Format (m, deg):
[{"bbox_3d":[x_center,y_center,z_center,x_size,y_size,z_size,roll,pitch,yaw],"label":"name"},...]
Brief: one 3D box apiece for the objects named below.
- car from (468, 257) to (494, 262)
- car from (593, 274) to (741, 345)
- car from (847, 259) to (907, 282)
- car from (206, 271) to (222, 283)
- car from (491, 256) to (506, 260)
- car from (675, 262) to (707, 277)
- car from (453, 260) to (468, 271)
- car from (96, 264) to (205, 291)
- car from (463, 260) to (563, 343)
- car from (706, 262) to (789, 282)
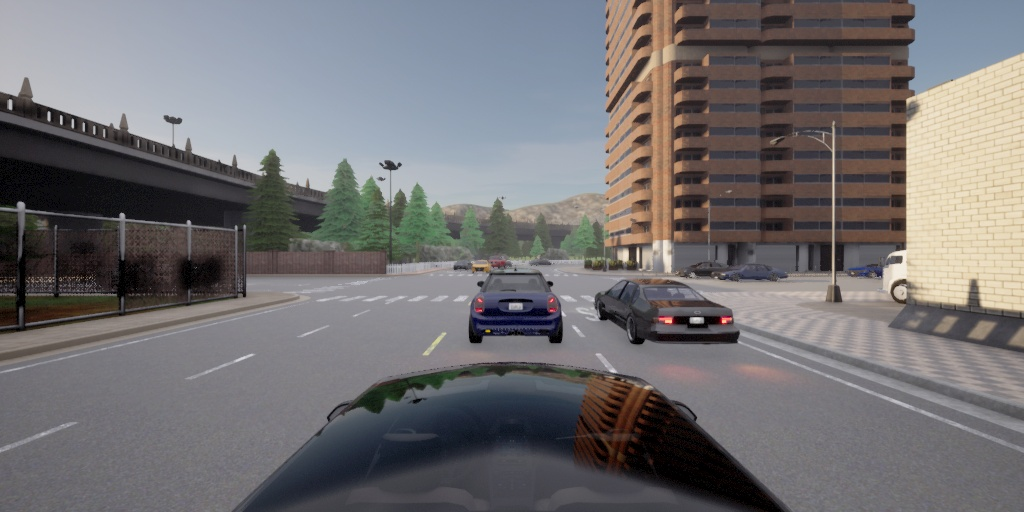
[{"bbox_3d":[-3.530,1.226,41.879,1.882,1.535,5.008,0,0,1],"label":"car"},{"bbox_3d":[3.591,1.297,9.466,2.033,1.411,5.357,0,0,0],"label":"car"},{"bbox_3d":[33.319,1.282,32.424,5.008,1.535,1.882,0,0,0],"label":"car"},{"bbox_3d":[-23.211,1.309,25.359,4.892,1.490,1.837,0,0,0],"label":"car"},{"bbox_3d":[-2.520,0.968,55.339,2.150,2.045,5.566,0,0,14],"label":"car"},{"bbox_3d":[17.402,1.309,32.474,4.892,1.490,1.837,0,0,0],"label":"car"},{"bbox_3d":[-6.670,1.252,48.673,1.837,1.490,4.892,0,0,5],"label":"car"},{"bbox_3d":[-22.244,1.296,21.857,4.902,1.511,2.128,0,0,0],"label":"car"},{"bbox_3d":[0.090,1.102,9.801,2.097,1.767,4.553,0,0,0],"label":"car"},{"bbox_3d":[19.150,1.352,28.963,5.357,1.411,2.033,0,0,0],"label":"car"}]
